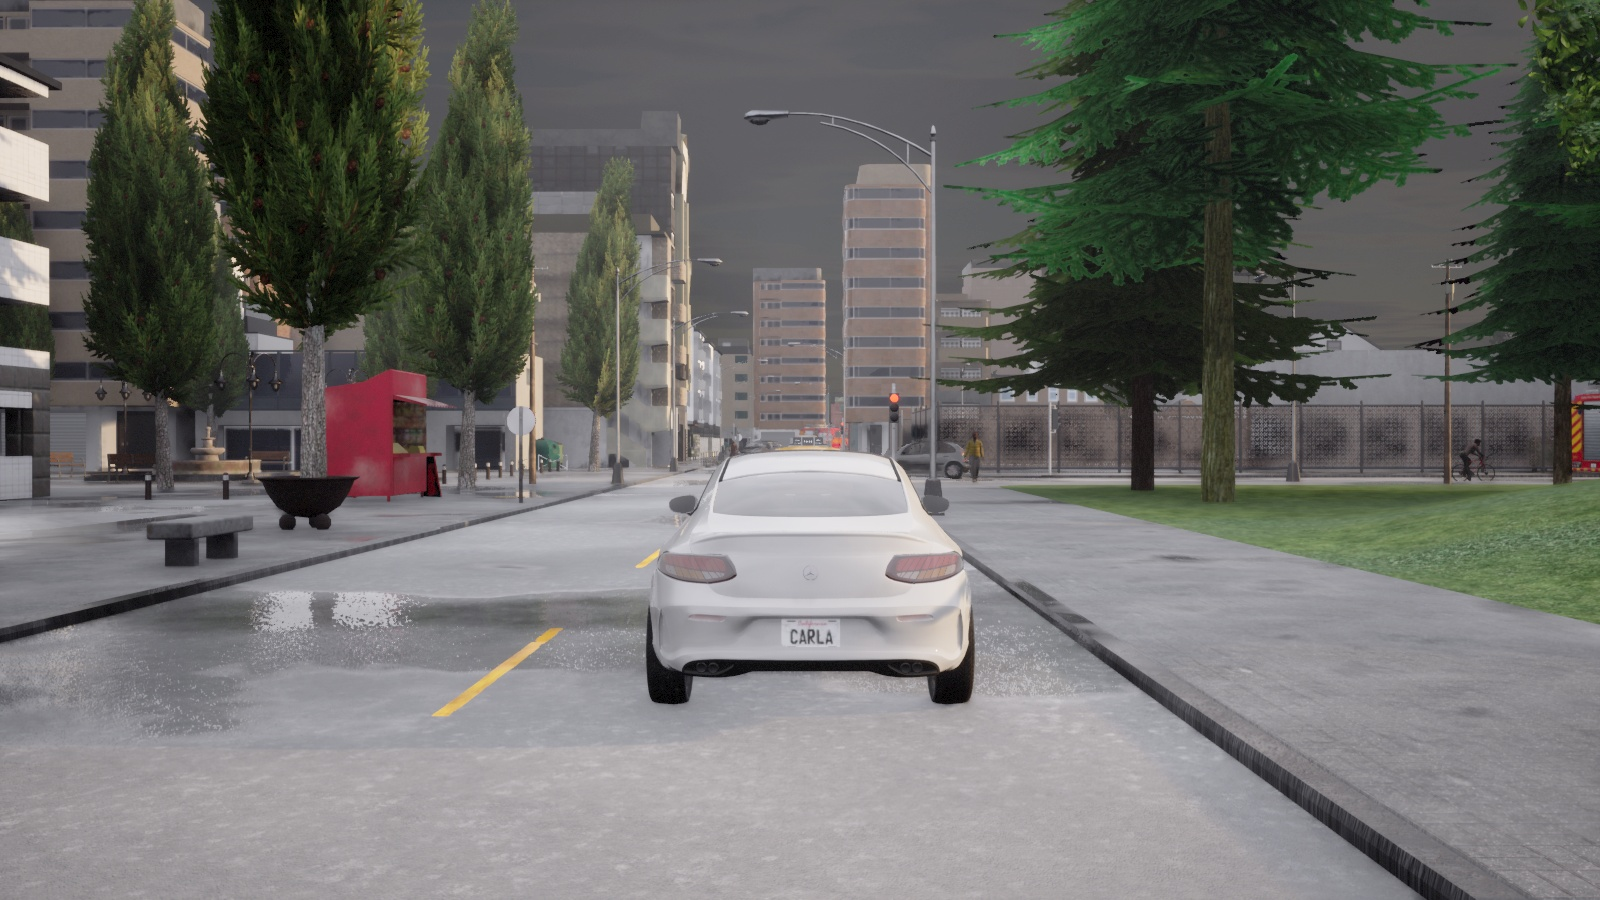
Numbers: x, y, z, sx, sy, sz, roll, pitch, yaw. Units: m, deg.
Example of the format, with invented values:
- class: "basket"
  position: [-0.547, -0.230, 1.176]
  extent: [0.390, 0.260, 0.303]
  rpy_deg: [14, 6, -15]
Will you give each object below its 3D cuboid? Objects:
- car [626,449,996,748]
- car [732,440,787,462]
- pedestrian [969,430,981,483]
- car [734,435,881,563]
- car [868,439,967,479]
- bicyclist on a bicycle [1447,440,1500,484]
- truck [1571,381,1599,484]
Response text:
- class: "car"
  position: [0.063, 0.724, 8.491]
  extent: [1.812, 1.442, 4.674]
  rpy_deg: [0, 0, 0]
- class: "car"
  position: [-3.016, 0.053, 94.795]
  extent: [2.242, 1.667, 4.611]
  rpy_deg: [0, 0, 27]
- class: "pedestrian"
  position: [6.017, 0.216, 43.300]
  extent: [0.370, 1.835, 0.726]
  rpy_deg: [0, 0, 5]
- class: "car"
  position: [0.116, 0.583, 18.085]
  extent: [1.801, 1.575, 5.366]
  rpy_deg: [0, 0, 0]
- class: "car"
  position: [4.862, 0.356, 51.760]
  extent: [3.988, 1.617, 1.851]
  rpy_deg: [0, 0, 8]
- class: "bicyclist on a bicycle"
  position: [25.393, 0.452, 47.360]
  extent: [1.656, 1.620, 0.582]
  rpy_deg: [0, 0, 0]
- class: "truck"
  position: [34.132, -0.658, 47.298]
  extent: [8.468, 3.827, 2.891]
  rpy_deg: [0, 0, -1]
